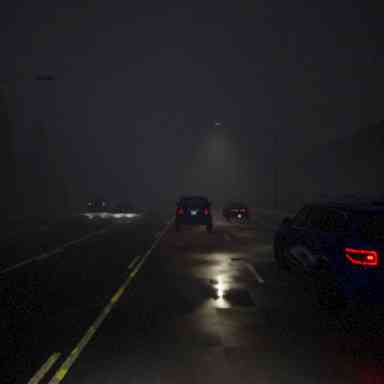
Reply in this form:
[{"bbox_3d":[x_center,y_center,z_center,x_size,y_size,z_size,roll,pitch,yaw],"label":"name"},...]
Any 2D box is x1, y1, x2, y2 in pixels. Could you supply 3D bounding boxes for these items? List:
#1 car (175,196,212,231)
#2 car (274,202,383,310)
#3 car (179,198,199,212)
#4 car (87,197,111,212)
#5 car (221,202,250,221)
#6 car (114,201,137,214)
[{"bbox_3d":[0.103,1.274,21.225,2.150,2.045,5.566,0,0,0],"label":"car"},{"bbox_3d":[3.601,1.242,7.963,2.150,2.045,5.566,0,0,0],"label":"car"},{"bbox_3d":[-0.432,1.603,41.907,2.128,1.511,4.902,0,0,-5],"label":"car"},{"bbox_3d":[-10.966,1.434,39.440,2.097,1.767,4.553,0,0,-5],"label":"car"},{"bbox_3d":[3.601,1.574,27.648,1.837,1.490,4.892,0,0,0],"label":"car"},{"bbox_3d":[-7.338,1.648,37.118,1.994,1.385,4.181,0,0,-3],"label":"car"}]
